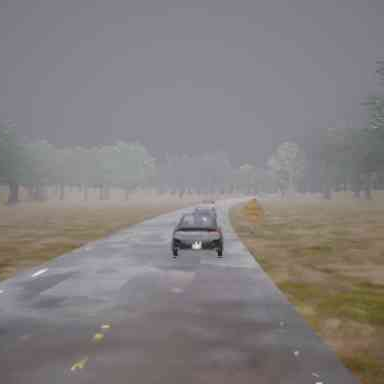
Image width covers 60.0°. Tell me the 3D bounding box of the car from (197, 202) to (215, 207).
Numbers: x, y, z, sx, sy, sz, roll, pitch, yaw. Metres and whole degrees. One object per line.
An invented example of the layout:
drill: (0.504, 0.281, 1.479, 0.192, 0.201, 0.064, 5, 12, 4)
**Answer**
car: (1.151, 1.791, 28.053, 1.895, 1.301, 4.718, 0, 0, 5)

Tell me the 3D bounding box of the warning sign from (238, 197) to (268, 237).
warning sign: (3.070, 1.245, 16.852, 1.300, 1.860, 1.060, 2, 1, 3)

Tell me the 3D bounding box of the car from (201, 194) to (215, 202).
car: (3.311, 1.439, 66.152, 2.150, 2.045, 5.566, 0, 0, 11)

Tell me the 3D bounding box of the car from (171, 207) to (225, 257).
car: (0.275, 1.597, 13.415, 2.128, 1.511, 4.902, 0, 0, 3)
